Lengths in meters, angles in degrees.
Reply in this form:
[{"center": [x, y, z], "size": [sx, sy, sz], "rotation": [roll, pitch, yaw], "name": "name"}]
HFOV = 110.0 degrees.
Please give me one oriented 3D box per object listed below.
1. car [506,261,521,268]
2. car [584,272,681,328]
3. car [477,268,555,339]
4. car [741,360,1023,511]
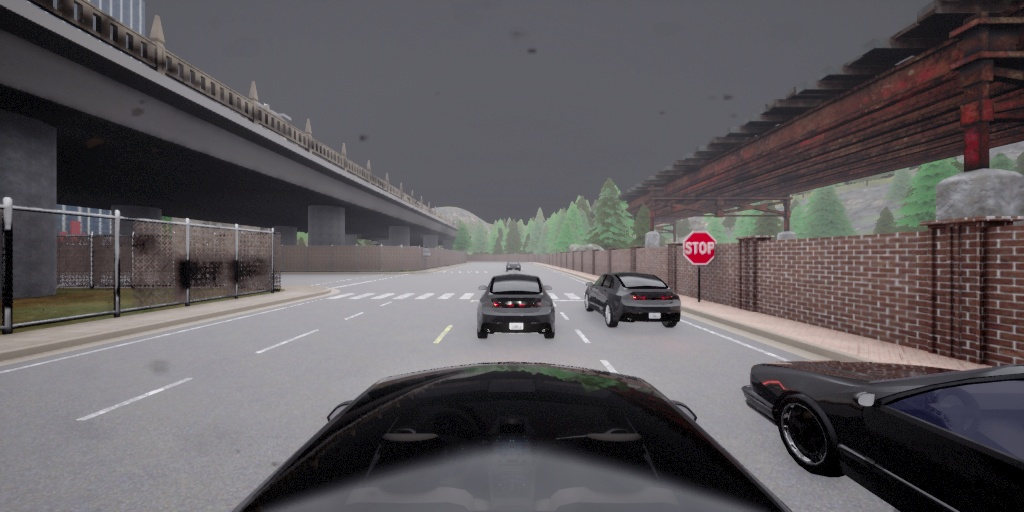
[{"center": [0.166, 1.351, 46.360], "size": [1.895, 1.301, 4.718], "rotation": [0, 0, -1], "name": "car"}, {"center": [3.596, 1.255, 11.443], "size": [1.837, 1.490, 4.892], "rotation": [0, 0, 0], "name": "car"}, {"center": [0.095, 1.255, 10.083], "size": [1.837, 1.490, 4.892], "rotation": [0, 0, 0], "name": "car"}, {"center": [3.600, 1.297, 1.697], "size": [2.033, 1.411, 5.357], "rotation": [0, 0, 0], "name": "car"}]
